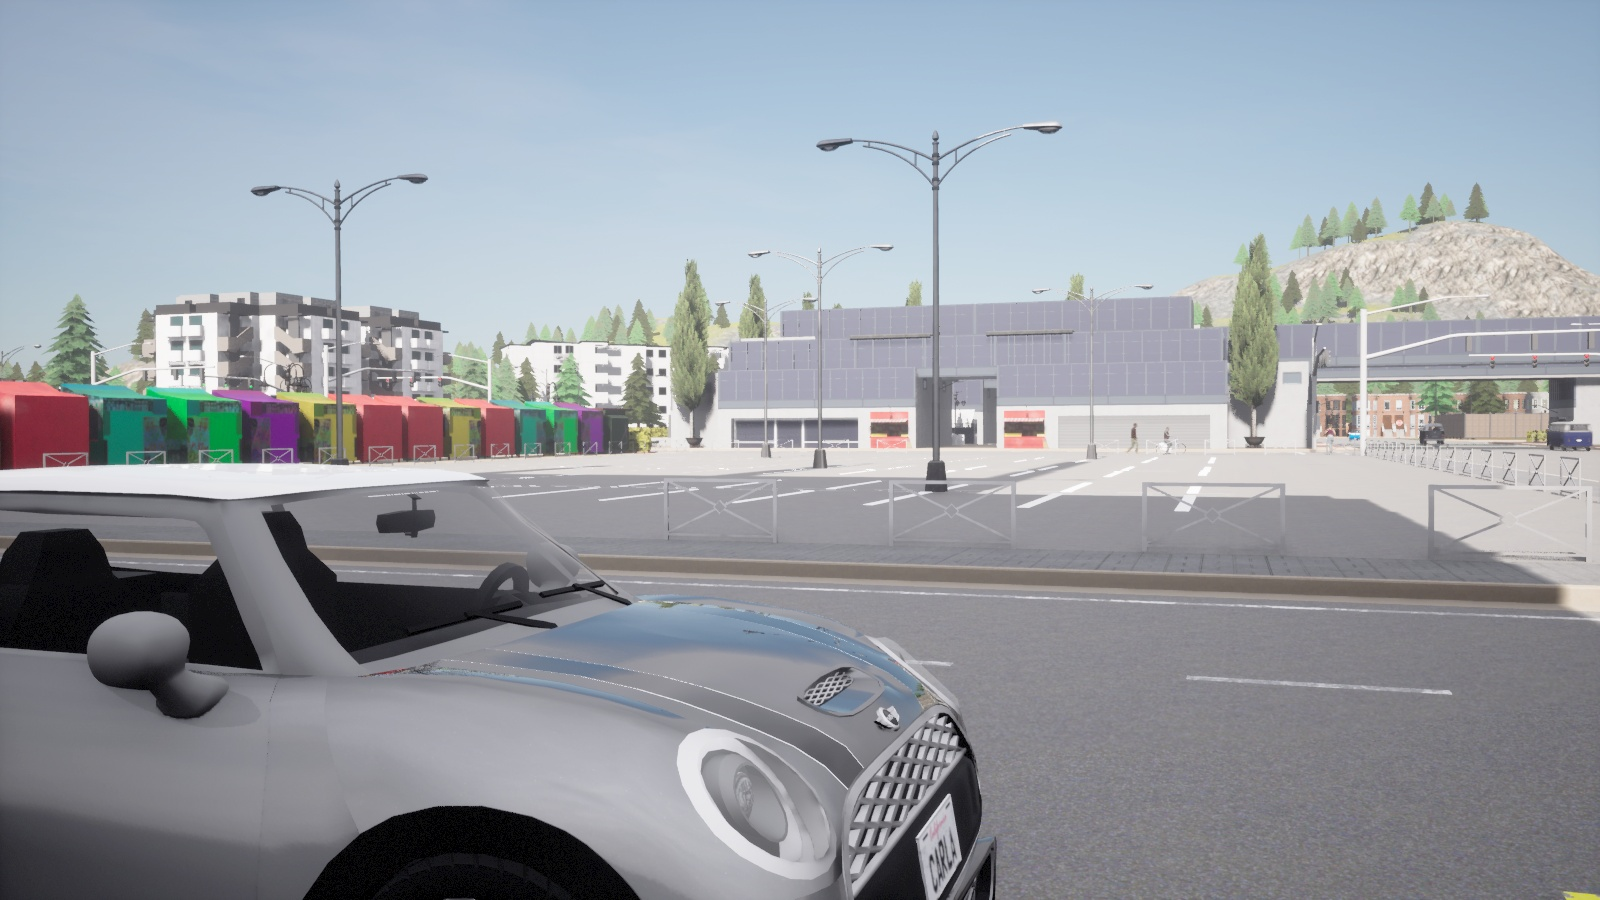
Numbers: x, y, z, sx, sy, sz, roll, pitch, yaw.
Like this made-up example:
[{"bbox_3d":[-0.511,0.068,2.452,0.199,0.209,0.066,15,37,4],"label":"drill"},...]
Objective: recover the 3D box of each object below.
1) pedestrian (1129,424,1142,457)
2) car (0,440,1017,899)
[{"bbox_3d":[19.094,-0.532,71.477,0.703,1.840,0.431,1,1,21],"label":"pedestrian"},{"bbox_3d":[-1.428,0.728,3.672,3.806,1.475,1.970,1,1,18],"label":"car"}]
